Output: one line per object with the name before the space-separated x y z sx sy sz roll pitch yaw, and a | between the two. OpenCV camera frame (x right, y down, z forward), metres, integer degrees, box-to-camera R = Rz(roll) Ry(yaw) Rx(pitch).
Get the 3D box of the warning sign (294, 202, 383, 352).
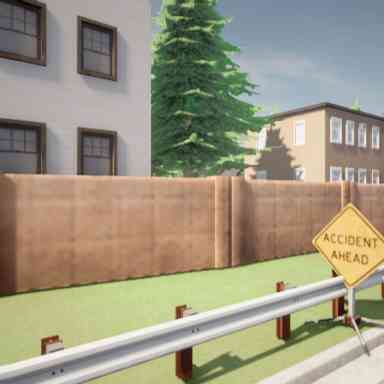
warning sign | 2.418 1.099 5.041 1.060 1.860 1.300 0 0 -35
